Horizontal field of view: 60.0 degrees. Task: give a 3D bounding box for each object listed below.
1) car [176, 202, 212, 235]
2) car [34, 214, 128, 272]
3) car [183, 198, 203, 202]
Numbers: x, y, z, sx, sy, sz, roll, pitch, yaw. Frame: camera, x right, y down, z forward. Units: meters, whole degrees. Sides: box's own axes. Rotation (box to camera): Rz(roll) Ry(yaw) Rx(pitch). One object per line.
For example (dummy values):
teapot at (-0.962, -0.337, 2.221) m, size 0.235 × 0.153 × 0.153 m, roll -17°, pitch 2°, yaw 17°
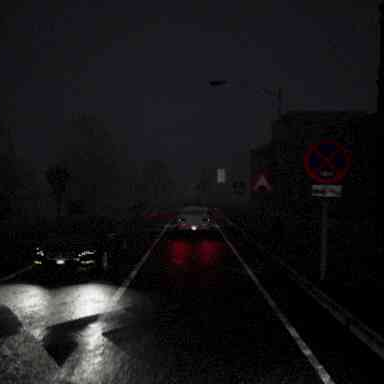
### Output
car at (0.094, 1.511, 18.555) m, size 1.812 × 1.442 × 4.674 m, roll 0°, pitch 0°, yaw 0°
car at (-3.346, 1.518, 10.884) m, size 1.837 × 1.490 × 4.892 m, roll 0°, pitch 0°, yaw 0°
car at (0.111, 1.327, 34.752) m, size 1.882 × 1.535 × 5.008 m, roll 0°, pitch 1°, yaw 0°
